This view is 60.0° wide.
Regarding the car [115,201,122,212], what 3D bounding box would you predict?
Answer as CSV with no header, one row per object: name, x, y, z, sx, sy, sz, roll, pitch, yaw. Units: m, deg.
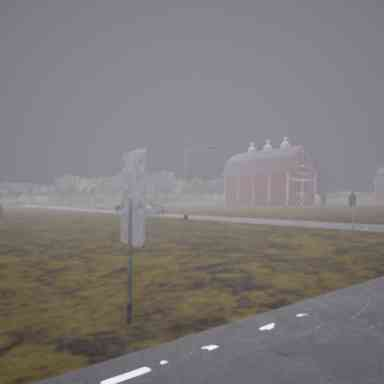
car,-12.172,2.593,60.733,2.150,2.045,5.566,1,-2,-36

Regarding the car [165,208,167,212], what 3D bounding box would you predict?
car,-5.969,2.672,52.125,2.033,1.411,5.357,1,-2,-35

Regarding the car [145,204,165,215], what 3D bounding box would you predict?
car,-6.234,2.514,47.571,1.812,1.442,4.674,1,-2,-35
